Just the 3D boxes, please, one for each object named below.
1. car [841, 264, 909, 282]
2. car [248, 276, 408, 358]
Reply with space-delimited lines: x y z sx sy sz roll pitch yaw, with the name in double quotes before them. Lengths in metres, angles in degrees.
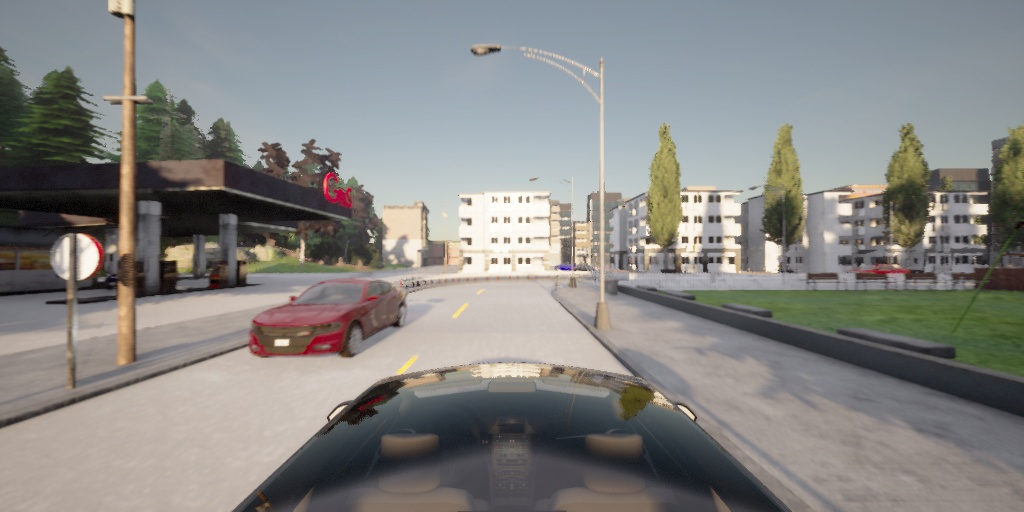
"car" 32.557 1.494 32.243 5.008 1.535 1.882 0 0 1
"car" -4.087 1.290 8.885 1.882 1.535 5.008 0 -1 0
